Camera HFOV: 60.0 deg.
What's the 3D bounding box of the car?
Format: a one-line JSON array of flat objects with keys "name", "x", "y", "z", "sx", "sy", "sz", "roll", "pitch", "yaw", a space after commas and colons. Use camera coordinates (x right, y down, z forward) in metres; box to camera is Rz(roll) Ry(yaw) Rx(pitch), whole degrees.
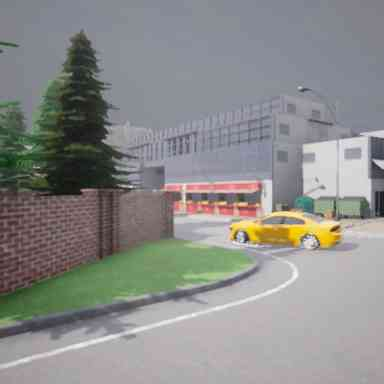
[{"name": "car", "x": 4.069, "y": 1.635, "z": 14.920, "sx": 5.008, "sy": 1.535, "sz": 1.882, "roll": 0, "pitch": 3, "yaw": 34}]
